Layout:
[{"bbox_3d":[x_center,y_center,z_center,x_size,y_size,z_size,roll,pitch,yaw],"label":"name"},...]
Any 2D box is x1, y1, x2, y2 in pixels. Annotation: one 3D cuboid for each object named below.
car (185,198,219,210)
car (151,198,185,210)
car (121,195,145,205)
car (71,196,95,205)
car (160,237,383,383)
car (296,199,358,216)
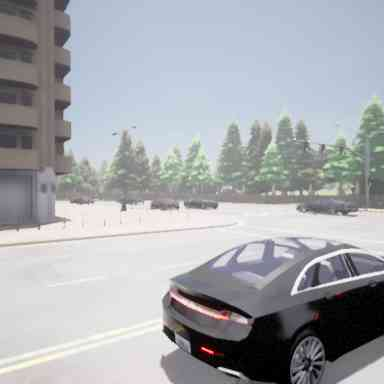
[{"bbox_3d":[1.060,1.370,38.969,1.895,1.301,4.718,-1,0,-35],"label":"car"},{"bbox_3d":[-3.083,1.359,38.741,1.994,1.385,4.181,-1,0,-35],"label":"car"},{"bbox_3d":[-9.378,1.278,52.655,4.892,1.490,1.837,0,0,44],"label":"car"},{"bbox_3d":[-18.226,1.341,55.336,4.674,1.442,1.812,0,0,32],"label":"car"},{"bbox_3d":[1.877,1.459,5.127,4.902,1.511,2.128,-1,0,-35],"label":"car"},{"bbox_3d":[11.944,1.291,29.763,2.033,1.411,5.357,0,0,-32],"label":"car"}]
